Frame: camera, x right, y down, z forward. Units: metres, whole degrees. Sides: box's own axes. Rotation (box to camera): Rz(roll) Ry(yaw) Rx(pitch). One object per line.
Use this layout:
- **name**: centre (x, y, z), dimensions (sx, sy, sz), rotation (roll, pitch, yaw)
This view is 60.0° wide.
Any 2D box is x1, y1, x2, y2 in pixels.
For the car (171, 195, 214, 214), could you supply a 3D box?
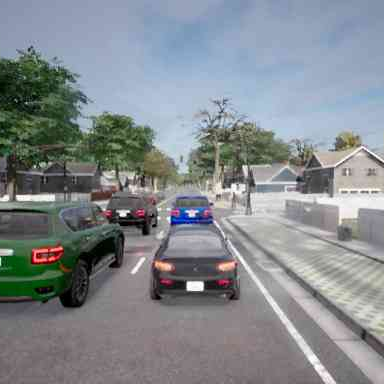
- **car**: centre (0.031, 1.148, 18.263), dimensions (2.150, 2.045, 5.566), rotation (0, 0, 1)

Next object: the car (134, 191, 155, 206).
- **car**: centre (-6.572, 0.861, 46.856), dimensions (2.150, 2.045, 5.566), rotation (0, 1, 0)

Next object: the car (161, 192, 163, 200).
- **car**: centre (-6.551, 1.088, 56.264), dimensions (1.994, 1.385, 4.181), rotation (0, 1, 1)

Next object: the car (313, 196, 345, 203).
- **car**: centre (13.296, 1.178, 34.409), dimensions (4.902, 1.511, 2.128), rotation (0, 1, -2)

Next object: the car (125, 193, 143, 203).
- **car**: centre (-9.805, 1.010, 56.589), dimensions (2.128, 1.511, 4.902), rotation (0, 1, 0)

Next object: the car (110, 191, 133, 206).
- **car**: centre (-9.823, 0.861, 46.910), dimensions (2.150, 2.045, 5.566), rotation (0, 1, 0)

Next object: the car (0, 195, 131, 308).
- **car**: centre (-3.184, 1.205, 8.038), dimensions (2.150, 2.045, 5.566), rotation (0, 0, 1)

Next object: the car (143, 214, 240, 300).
- **car**: centre (0.070, 1.508, 8.230), dimensions (1.812, 1.442, 4.674), rotation (0, 0, 0)

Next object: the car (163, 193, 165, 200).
- **car**: centre (-6.492, 0.819, 66.384), dimensions (2.128, 1.511, 4.902), rotation (0, 1, 1)

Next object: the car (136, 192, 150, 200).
- **car**: centre (-9.732, 0.815, 66.564), dimensions (2.128, 1.511, 4.902), rotation (0, 1, 1)

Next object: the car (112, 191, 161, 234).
- **car**: centre (-3.217, 1.147, 18.389), dimensions (2.150, 2.045, 5.566), rotation (0, 0, 1)
